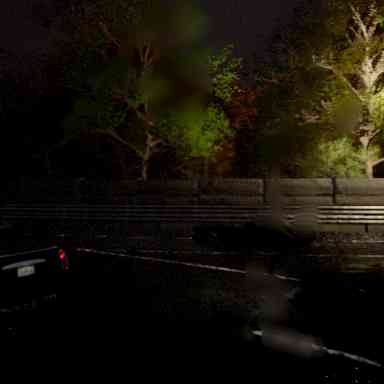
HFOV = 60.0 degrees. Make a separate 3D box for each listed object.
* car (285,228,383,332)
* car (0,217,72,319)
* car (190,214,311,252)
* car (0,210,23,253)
[{"bbox_3d":[4.410,1.524,4.994,5.357,1.411,2.033,0,0,36],"label":"car"},{"bbox_3d":[-4.561,1.326,6.634,4.553,1.767,2.097,0,0,32],"label":"car"},{"bbox_3d":[2.351,1.549,13.264,4.718,1.301,1.895,0,0,13],"label":"car"},{"bbox_3d":[-9.032,1.474,13.187,4.674,1.442,1.812,0,0,28],"label":"car"}]
